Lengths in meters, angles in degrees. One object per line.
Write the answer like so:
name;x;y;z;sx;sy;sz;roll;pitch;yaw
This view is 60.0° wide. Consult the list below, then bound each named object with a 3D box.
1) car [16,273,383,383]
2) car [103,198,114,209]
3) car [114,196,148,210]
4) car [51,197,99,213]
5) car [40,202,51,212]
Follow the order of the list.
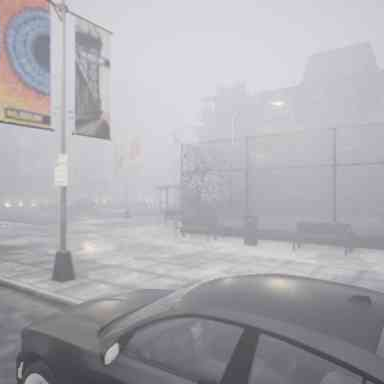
car;0.495;1.482;2.780;5.008;1.535;2.097;0;0;35
car;-10.238;1.412;46.809;2.097;1.767;4.553;0;0;35
car;-7.784;1.618;44.219;1.994;1.385;4.181;0;0;35
car;-12.760;1.406;37.122;2.097;1.767;4.553;0;0;35
car;-15.475;1.565;39.349;1.837;1.490;4.892;0;0;35
